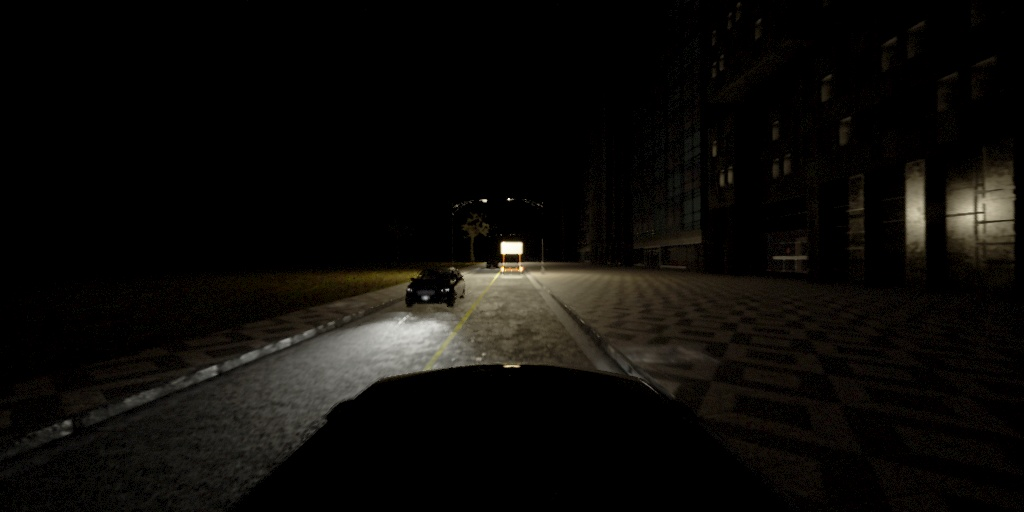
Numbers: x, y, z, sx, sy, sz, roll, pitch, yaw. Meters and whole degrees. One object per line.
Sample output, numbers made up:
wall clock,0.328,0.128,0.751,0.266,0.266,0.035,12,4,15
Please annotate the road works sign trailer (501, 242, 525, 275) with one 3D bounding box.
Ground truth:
road works sign trailer,-0.013,0.213,39.401,2.380,3.560,2.880,0,0,0

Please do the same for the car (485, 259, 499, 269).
car,-3.073,1.257,56.359,1.837,1.490,4.892,0,0,0

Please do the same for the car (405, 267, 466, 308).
car,-3.104,1.241,15.313,2.128,1.511,4.902,0,0,0
